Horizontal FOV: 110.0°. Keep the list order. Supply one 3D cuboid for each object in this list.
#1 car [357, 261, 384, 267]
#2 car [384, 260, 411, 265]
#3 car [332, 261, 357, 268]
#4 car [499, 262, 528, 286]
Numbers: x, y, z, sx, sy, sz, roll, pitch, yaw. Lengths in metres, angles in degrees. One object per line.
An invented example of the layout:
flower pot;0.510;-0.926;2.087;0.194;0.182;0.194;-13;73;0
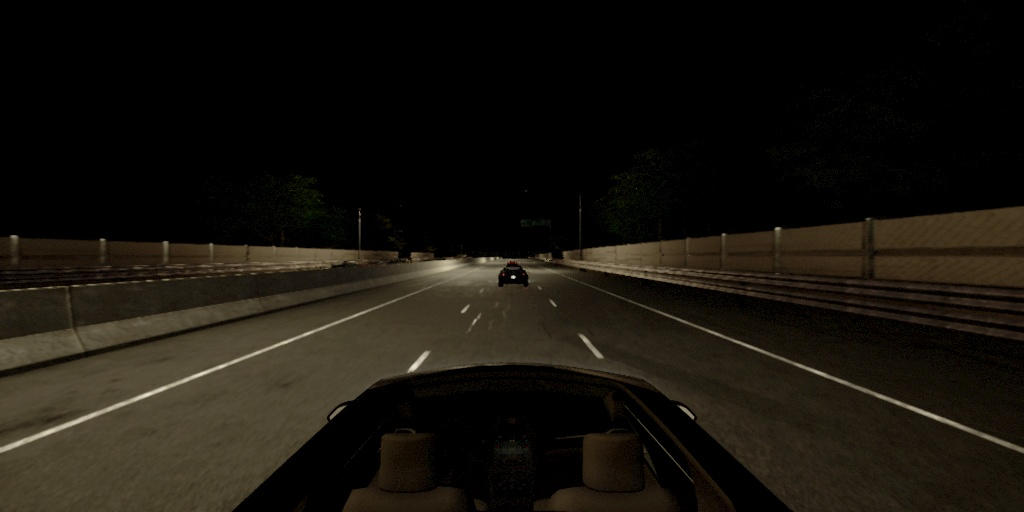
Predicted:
car;-17.566;1.352;45.788;1.895;1.301;4.718;0;0;1
car;-14.079;1.229;45.458;1.882;1.535;5.008;0;0;0
car;-21.067;1.351;45.785;1.895;1.301;4.718;0;0;1
car;0.088;1.322;25.205;1.994;1.385;4.181;0;0;0
